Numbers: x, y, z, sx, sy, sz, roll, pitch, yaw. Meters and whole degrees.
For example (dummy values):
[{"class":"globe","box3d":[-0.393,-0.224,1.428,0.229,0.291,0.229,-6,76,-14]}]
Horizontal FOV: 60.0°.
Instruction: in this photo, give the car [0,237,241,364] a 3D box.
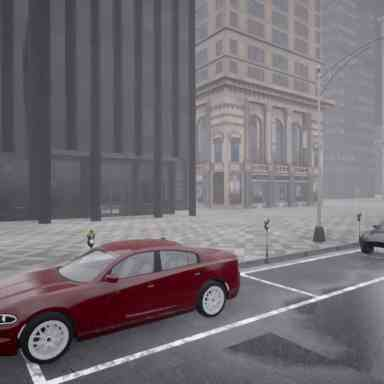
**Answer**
[{"class":"car","box3d":[-1.155,1.544,5.830,4.507,1.381,1.887,0,0,-36]}]

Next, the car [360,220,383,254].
[{"class":"car","box3d":[8.022,1.564,12.391,4.313,1.339,1.947,0,0,-36]}]
